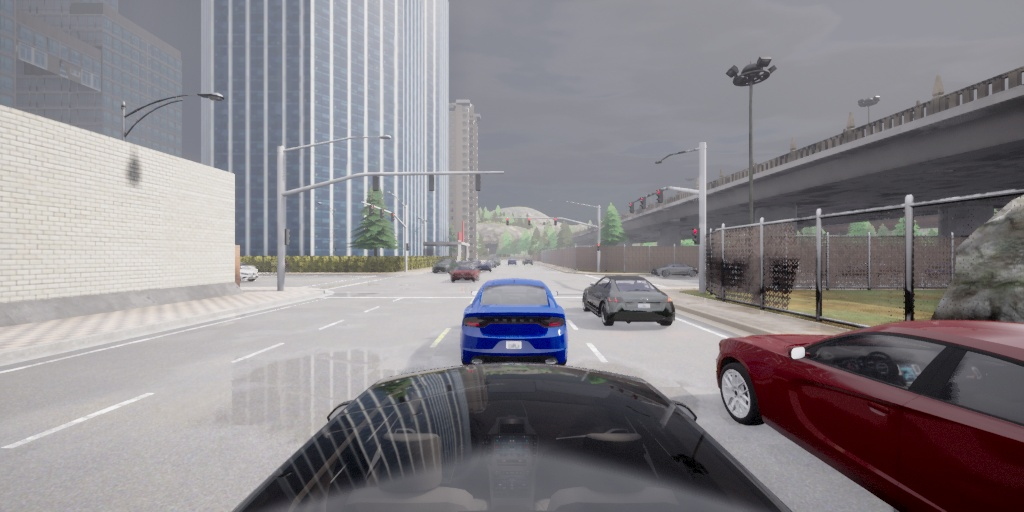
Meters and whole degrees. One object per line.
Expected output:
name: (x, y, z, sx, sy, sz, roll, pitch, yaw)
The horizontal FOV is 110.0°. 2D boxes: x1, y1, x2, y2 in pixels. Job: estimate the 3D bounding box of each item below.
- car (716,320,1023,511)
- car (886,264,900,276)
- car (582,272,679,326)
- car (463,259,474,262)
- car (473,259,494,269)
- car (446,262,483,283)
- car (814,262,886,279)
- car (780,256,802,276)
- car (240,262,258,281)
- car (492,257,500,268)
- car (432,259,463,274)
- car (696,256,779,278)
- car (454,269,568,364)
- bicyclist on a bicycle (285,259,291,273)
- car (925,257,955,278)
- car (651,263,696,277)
car: (3.602, 1.228, 2.695, 1.882, 1.535, 5.008, 0, 0, 0)
car: (35.561, 1.331, 35.472, 4.674, 1.442, 1.812, 0, 0, 0)
car: (3.577, 1.314, 11.689, 1.994, 1.385, 4.181, 0, 0, 0)
car: (-7.073, 1.314, 52.979, 1.994, 1.385, 4.181, 0, 0, 0)
car: (-3.469, 1.351, 44.463, 1.895, 1.301, 4.718, 0, 0, -3)
car: (-3.592, 1.378, 28.182, 1.895, 1.301, 4.718, 0, 0, 0)
car: (29.773, 1.406, 31.974, 4.718, 1.301, 1.895, 0, 0, 0)
car: (25.383, 1.027, 35.475, 5.566, 2.045, 2.150, 0, 0, -1)
car: (-22.630, 1.331, 28.203, 4.674, 1.442, 1.812, 0, 0, 0)
car: (-3.561, 1.240, 59.599, 2.128, 1.511, 4.902, 0, 0, 0)
car: (-7.624, 1.114, 41.613, 2.097, 1.767, 4.553, 0, 1, 8)
car: (20.004, 1.027, 31.957, 5.566, 2.045, 2.150, 0, 0, 0)
car: (0.055, 1.228, 8.029, 1.882, 1.535, 5.008, 0, 0, 1)
bicyclist on a bicycle: (-25.289, 1.106, 40.160, 0.582, 1.620, 1.656, 0, 0, 0)
car: (40.481, 1.027, 31.976, 5.566, 2.045, 2.150, 0, 0, 0)
car: (16.026, 1.369, 35.453, 4.181, 1.385, 1.994, 0, 0, 0)
